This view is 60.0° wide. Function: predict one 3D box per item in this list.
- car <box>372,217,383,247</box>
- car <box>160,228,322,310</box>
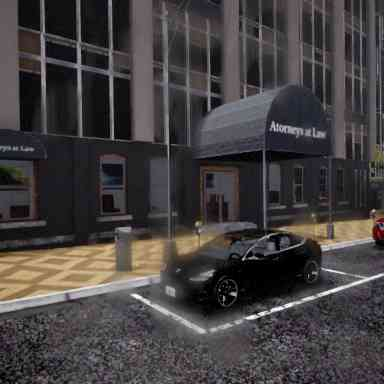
[{"bbox_3d":[9.597,1.310,13.994,5.009,1.841,2.192,0,-1,-37],"label":"car"},{"bbox_3d":[1.316,1.564,7.797,4.313,1.339,1.947,0,-1,-37],"label":"car"}]
